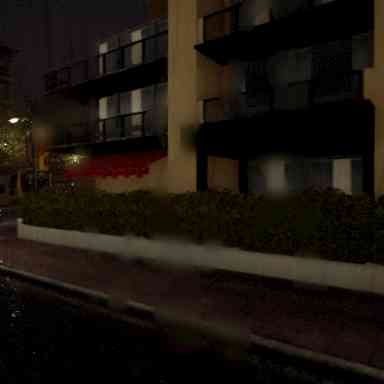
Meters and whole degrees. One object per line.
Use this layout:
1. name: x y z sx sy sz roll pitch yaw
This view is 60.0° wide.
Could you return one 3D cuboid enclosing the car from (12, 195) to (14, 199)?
1. car: -36.518 1.357 68.525 4.892 1.521 2.231 0 0 36
